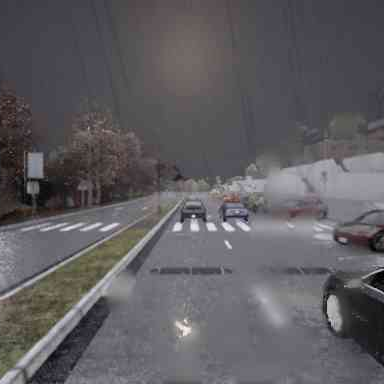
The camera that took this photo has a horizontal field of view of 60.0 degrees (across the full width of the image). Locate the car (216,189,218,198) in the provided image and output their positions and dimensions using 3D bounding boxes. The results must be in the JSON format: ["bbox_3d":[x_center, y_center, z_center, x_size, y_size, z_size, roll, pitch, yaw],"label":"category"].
[{"bbox_3d":[8.047,0.801,70.366,4.553,1.767,2.185,0,1,-20],"label":"car"}]

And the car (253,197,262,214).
[{"bbox_3d":[8.068,1.380,28.602,4.674,1.452,2.002,1,0,-20],"label":"car"}]

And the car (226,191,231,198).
[{"bbox_3d":[8.103,0.980,46.511,5.566,2.045,2.435,1,0,-20],"label":"car"}]

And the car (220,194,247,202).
[{"bbox_3d":[8.069,1.070,64.410,4.674,1.452,2.002,0,1,-20],"label":"car"}]

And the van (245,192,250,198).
[{"bbox_3d":[8.184,1.079,34.607,4.442,1.987,1.878,1,0,-20],"label":"van"}]

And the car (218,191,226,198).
[{"bbox_3d":[7.902,1.111,58.368,5.366,1.575,1.946,1,1,-20],"label":"car"}]

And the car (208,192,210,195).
[{"bbox_3d":[8.086,0.463,94.229,4.892,1.521,2.231,0,1,-20],"label":"car"}]

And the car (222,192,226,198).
[{"bbox_3d":[8.046,1.180,55.441,4.792,1.488,2.163,1,1,-20],"label":"car"}]

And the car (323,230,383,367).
[{"bbox_3d":[3.101,1.497,3.664,1.837,1.490,4.892,0,0,0],"label":"car"}]

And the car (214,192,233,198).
[{"bbox_3d":[8.071,0.664,85.291,4.674,1.452,2.002,0,1,-20],"label":"car"}]

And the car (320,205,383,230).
[{"bbox_3d":[8.046,1.460,13.577,4.792,1.488,2.163,1,1,-20],"label":"car"}]

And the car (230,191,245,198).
[{"bbox_3d":[8.051,1.016,40.515,5.566,2.045,2.435,1,1,-20],"label":"car"}]

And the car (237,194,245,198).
[{"bbox_3d":[8.067,1.287,37.548,4.892,1.521,2.231,1,0,-20],"label":"car"}]

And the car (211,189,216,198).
[{"bbox_3d":[7.901,0.803,76.277,5.366,1.575,1.946,0,2,-20],"label":"car"}]

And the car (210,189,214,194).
[{"bbox_3d":[7.902,0.678,82.242,5.366,1.575,1.946,0,1,-20],"label":"car"}]

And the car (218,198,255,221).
[{"bbox_3d":[3.101,1.417,25.438,2.033,1.411,5.357,0,0,0],"label":"car"}]

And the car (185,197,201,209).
[{"bbox_3d":[0.103,1.329,42.641,1.994,1.385,4.181,0,0,0],"label":"car"}]

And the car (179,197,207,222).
[{"bbox_3d":[0.102,1.377,25.269,1.837,1.490,4.892,0,1,0],"label":"car"}]

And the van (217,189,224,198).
[{"bbox_3d":[7.969,0.756,67.337,4.442,1.987,1.878,0,1,-20],"label":"van"}]

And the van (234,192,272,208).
[{"bbox_3d":[7.968,1.023,43.468,4.442,1.987,1.878,1,1,-20],"label":"van"}]

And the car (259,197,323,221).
[{"bbox_3d":[8.046,1.388,25.583,4.792,1.488,2.163,1,1,-20],"label":"car"}]

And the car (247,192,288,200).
[{"bbox_3d":[8.045,1.196,31.573,4.553,1.767,2.185,1,0,-20],"label":"car"}]

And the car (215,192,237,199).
[{"bbox_3d":[8.101,0.775,79.339,4.792,1.488,2.163,0,1,-20],"label":"car"}]

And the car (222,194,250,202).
[{"bbox_3d":[8.100,1.107,61.438,4.792,1.488,2.163,1,1,-20],"label":"car"}]
